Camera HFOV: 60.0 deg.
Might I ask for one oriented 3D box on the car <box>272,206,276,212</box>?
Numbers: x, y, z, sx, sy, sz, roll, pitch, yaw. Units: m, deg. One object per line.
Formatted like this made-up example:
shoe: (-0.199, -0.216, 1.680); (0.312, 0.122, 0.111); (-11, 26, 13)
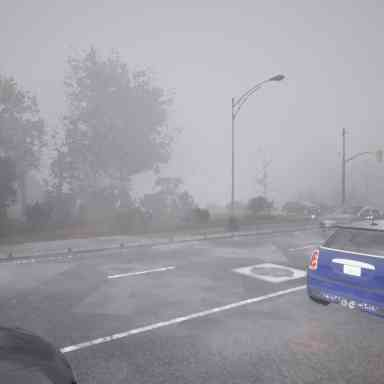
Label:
car: (9.374, 2.126, 45.995); (2.033, 1.411, 5.357); (0, -3, -32)

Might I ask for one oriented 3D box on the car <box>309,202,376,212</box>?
car: (9.208, 1.526, 18.805); (4.902, 1.511, 2.128); (0, 0, -33)

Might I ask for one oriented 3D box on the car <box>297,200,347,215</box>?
car: (14.608, 1.721, 37.637); (2.128, 1.511, 4.902); (0, -2, -33)

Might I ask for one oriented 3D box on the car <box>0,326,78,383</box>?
car: (-3.060, 1.492, 1.563); (4.902, 1.511, 2.128); (0, 0, -36)

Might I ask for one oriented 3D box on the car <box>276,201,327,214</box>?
car: (11.712, 1.724, 35.734); (1.837, 1.490, 4.892); (0, -1, -29)

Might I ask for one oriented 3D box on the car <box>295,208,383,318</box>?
car: (4.470, 1.361, 6.892); (4.553, 1.767, 2.097); (0, 0, -35)

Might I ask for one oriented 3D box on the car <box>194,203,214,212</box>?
car: (1.040, 2.608, 52.711); (1.812, 1.442, 4.674); (0, -3, -32)

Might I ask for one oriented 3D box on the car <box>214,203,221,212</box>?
car: (3.838, 2.599, 54.834); (2.128, 1.511, 4.902); (0, -3, -32)

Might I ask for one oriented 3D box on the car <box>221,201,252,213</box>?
car: (6.387, 1.924, 44.173); (2.097, 1.767, 4.553); (0, -3, -32)
